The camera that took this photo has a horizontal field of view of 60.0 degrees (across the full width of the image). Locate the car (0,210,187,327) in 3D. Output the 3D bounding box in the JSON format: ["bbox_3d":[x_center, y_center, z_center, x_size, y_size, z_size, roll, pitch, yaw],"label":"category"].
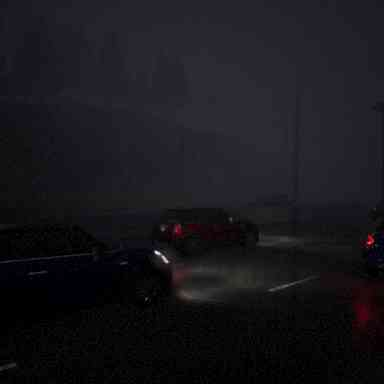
[{"bbox_3d":[-2.625,1.368,6.483,4.553,1.767,2.097,0,0,-36],"label":"car"}]

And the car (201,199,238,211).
[{"bbox_3d":[3.589,1.636,43.090,4.718,1.301,1.895,0,0,-39],"label":"car"}]

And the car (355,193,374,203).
[{"bbox_3d":[36.395,1.189,69.769,5.566,2.045,2.150,0,0,-39],"label":"car"}]

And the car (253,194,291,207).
[{"bbox_3d":[7.442,1.236,32.680,5.566,2.045,2.150,0,0,-39],"label":"car"}]

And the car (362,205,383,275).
[{"bbox_3d":[6.740,1.342,9.333,4.553,1.767,2.097,0,0,-39],"label":"car"}]

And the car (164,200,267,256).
[{"bbox_3d":[0.608,1.365,13.396,4.553,1.767,2.097,0,0,-38],"label":"car"}]

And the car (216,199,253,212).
[{"bbox_3d":[5.105,1.592,39.807,4.181,1.385,1.994,0,0,-39],"label":"car"}]

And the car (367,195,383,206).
[{"bbox_3d":[15.835,1.332,25.727,4.553,1.767,2.097,0,0,-39],"label":"car"}]

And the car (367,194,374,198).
[{"bbox_3d":[37.355,1.552,66.032,4.718,1.301,1.895,0,0,-39],"label":"car"}]
